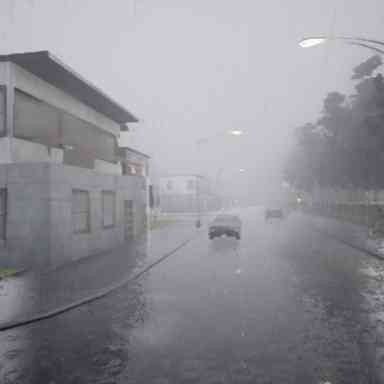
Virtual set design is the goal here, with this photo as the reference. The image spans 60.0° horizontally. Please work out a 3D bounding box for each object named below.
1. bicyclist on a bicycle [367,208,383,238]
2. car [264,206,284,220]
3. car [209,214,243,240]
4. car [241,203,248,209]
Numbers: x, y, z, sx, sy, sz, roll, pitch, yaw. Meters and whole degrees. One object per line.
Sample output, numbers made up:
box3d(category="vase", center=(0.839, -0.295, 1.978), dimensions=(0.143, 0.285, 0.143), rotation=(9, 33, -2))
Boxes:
box3d(category="bicyclist on a bicycle", center=(10.133, 1.654, 17.600), dimensions=(1.656, 1.620, 0.582), rotation=(-2, -2, 10))
box3d(category="car", center=(9.516, 2.401, 38.704), dimensions=(1.882, 1.535, 5.008), rotation=(-1, -2, 10))
box3d(category="car", center=(2.236, 2.119, 21.115), dimensions=(2.033, 1.411, 5.357), rotation=(-1, -2, 10))
box3d(category="car", center=(14.568, 3.913, 92.102), dimensions=(2.097, 1.767, 4.553), rotation=(-1, -2, 10))
